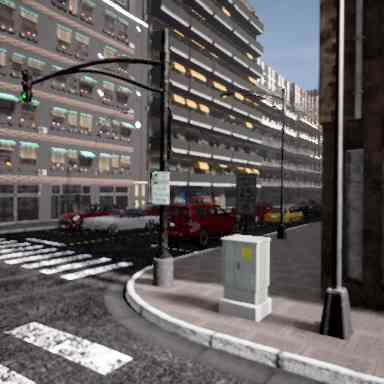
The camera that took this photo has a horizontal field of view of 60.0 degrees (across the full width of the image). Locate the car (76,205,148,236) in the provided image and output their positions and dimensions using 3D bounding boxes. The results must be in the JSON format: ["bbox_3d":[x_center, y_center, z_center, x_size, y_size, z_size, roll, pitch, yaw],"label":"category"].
[{"bbox_3d":[-4.050,1.689,19.588,1.895,1.301,4.718,1,0,36],"label":"car"}]

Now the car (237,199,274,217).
[{"bbox_3d":[6.693,1.604,34.600,1.882,1.535,5.008,1,0,36],"label":"car"}]

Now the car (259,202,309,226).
[{"bbox_3d":[7.084,1.705,25.204,1.752,1.417,4.829,1,0,36],"label":"car"}]

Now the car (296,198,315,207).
[{"bbox_3d":[19.508,1.719,56.996,1.887,1.381,4.507,1,0,36],"label":"car"}]

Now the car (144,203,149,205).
[{"bbox_3d":[-3.057,1.508,25.426,1.967,1.590,4.097,1,0,36],"label":"car"}]

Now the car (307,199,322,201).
[{"bbox_3d":[13.435,1.748,34.089,1.887,1.381,4.507,1,0,36],"label":"car"}]

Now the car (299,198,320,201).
[{"bbox_3d":[16.546,1.533,48.218,1.994,1.385,4.181,1,0,36],"label":"car"}]

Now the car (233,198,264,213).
[{"bbox_3d":[6.615,1.544,38.956,1.967,1.590,4.097,1,0,36],"label":"car"}]

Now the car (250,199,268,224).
[{"bbox_3d":[5.008,1.631,26.921,1.882,1.535,5.008,1,0,36],"label":"car"}]

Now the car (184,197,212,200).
[{"bbox_3d":[0.169,1.395,29.936,2.192,1.841,5.009,1,0,36],"label":"car"}]

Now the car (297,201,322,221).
[{"bbox_3d":[10.210,1.757,29.577,1.947,1.339,4.313,1,0,36],"label":"car"}]

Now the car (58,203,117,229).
[{"bbox_3d":[-6.281,1.497,20.916,1.967,1.590,4.097,1,0,36],"label":"car"}]

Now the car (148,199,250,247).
[{"bbox_3d":[0.536,1.471,16.040,2.192,1.841,5.009,1,0,36],"label":"car"}]
